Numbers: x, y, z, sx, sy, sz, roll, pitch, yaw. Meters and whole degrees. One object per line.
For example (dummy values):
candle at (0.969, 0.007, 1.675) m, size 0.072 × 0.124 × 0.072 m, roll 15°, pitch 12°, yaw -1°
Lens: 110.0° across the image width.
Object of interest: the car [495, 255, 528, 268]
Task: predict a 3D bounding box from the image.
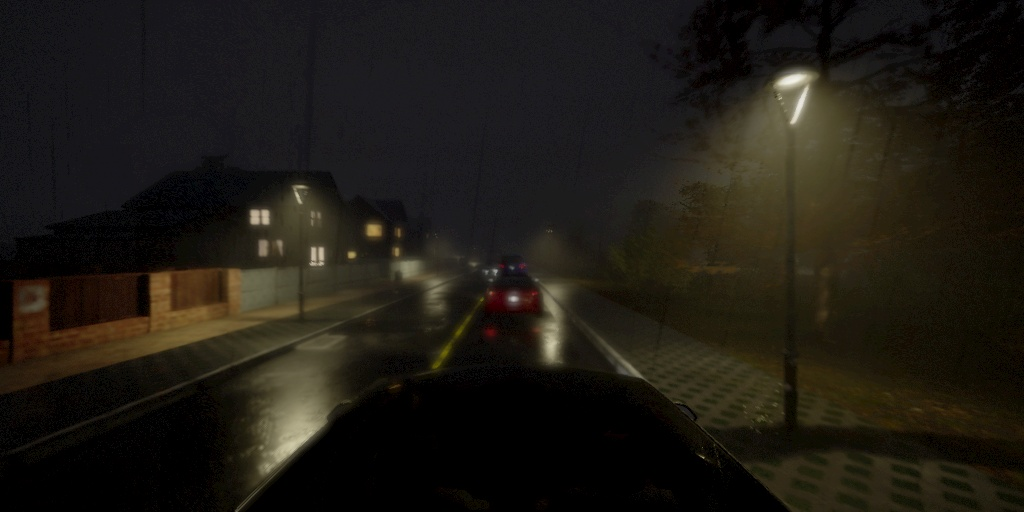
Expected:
car at (0.062, 0.910, 27.747) m, size 2.150 × 2.045 × 5.566 m, roll 0°, pitch 0°, yaw 0°

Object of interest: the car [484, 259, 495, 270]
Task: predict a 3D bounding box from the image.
car at (-2.838, 1.169, 50.469) m, size 2.033 × 1.411 × 5.357 m, roll 0°, pitch 0°, yaw 0°

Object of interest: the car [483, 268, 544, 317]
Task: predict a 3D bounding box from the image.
car at (0.064, 1.289, 13.008) m, size 1.994 × 1.385 × 4.181 m, roll 0°, pitch 0°, yaw 0°
